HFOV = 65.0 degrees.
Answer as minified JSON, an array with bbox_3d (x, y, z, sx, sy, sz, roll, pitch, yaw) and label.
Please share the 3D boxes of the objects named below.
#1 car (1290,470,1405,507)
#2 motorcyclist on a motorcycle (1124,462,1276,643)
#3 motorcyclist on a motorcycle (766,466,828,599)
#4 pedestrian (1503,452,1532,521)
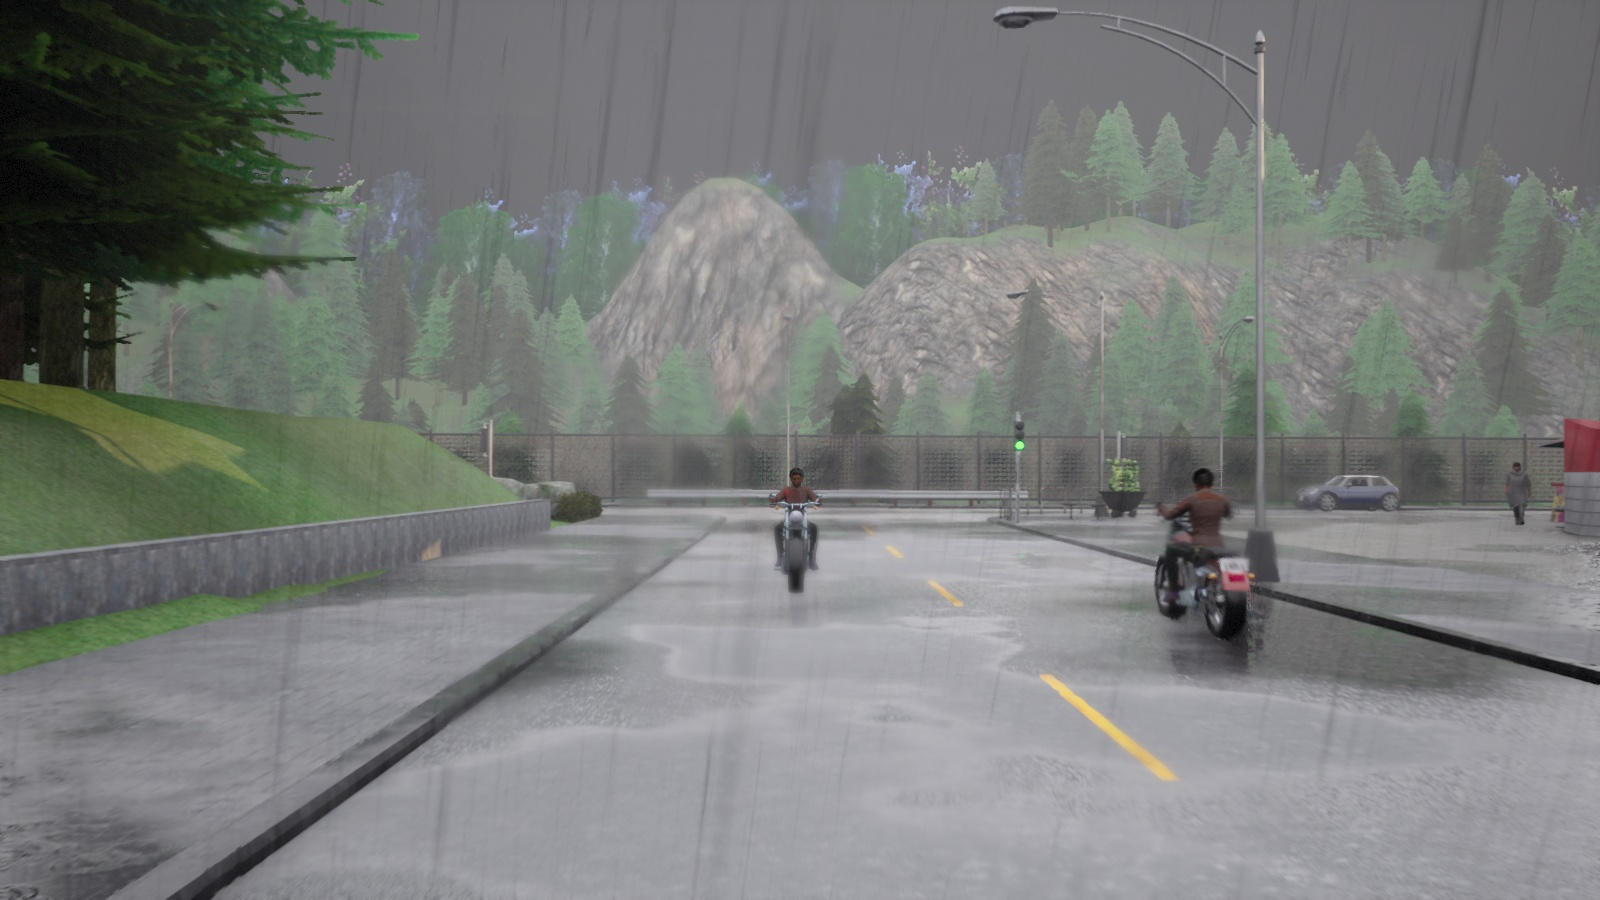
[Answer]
[{"bbox_3d":[22.253,1.547,51.149,3.806,1.475,1.970,0,-1,0],"label":"car"},{"bbox_3d":[3.971,0.962,12.702,0.766,1.649,2.350,0,-1,0],"label":"motorcyclist on a motorcycle"},{"bbox_3d":[-0.039,1.047,16.862,0.766,1.649,2.350,0,-1,0],"label":"motorcyclist on a motorcycle"},{"bbox_3d":[20.502,1.043,35.870,0.659,1.952,0.873,-1,-1,27],"label":"pedestrian"}]
